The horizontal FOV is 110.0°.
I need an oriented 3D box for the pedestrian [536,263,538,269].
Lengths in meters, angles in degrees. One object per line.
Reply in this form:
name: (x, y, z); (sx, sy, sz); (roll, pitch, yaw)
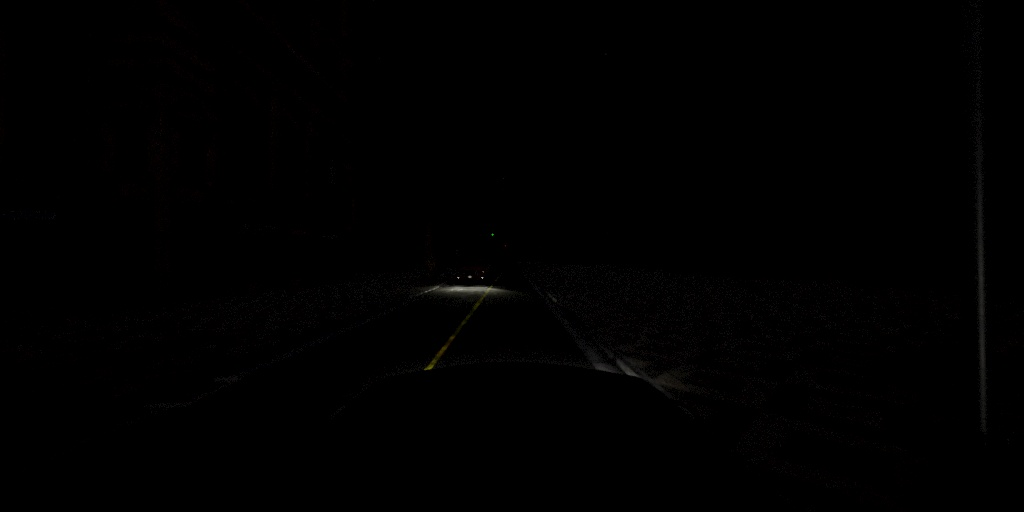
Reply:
pedestrian: (3.626, 1.274, 52.467); (0.375, 1.860, 0.375); (0, -1, 0)

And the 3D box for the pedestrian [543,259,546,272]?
pedestrian: (4.626, 1.354, 51.266); (0.375, 1.860, 0.375); (0, -1, 0)

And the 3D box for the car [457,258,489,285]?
car: (-3.105, 1.217, 29.255); (2.150, 2.045, 5.566); (0, -1, 0)

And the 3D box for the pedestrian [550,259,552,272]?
pedestrian: (5.626, 1.350, 51.866); (0.375, 1.860, 0.375); (0, -1, 0)
